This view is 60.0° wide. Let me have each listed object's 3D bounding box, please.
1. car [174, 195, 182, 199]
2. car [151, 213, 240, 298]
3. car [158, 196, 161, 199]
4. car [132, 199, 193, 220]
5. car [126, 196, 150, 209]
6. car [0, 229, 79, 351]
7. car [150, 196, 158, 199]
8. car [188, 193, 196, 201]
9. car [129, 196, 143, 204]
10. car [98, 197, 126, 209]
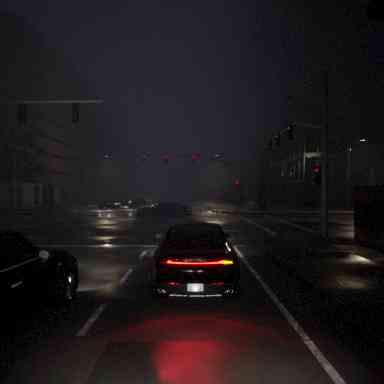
[{"bbox_3d":[-3.499,1.553,84.312,1.994,1.385,4.181,0,0,1],"label":"car"},{"bbox_3d":[0.082,1.505,8.518,1.837,1.490,4.892,0,0,0],"label":"car"},{"bbox_3d":[-7.215,1.491,66.963,2.128,1.511,4.902,0,0,1],"label":"car"},{"bbox_3d":[-2.284,1.551,27.779,4.674,1.442,1.812,0,0,0],"label":"car"},{"bbox_3d":[-7.456,1.505,46.467,1.837,1.490,4.892,0,0,0],"label":"car"},{"bbox_3d":[-3.445,1.352,5.196,2.097,1.767,4.553,0,0,0],"label":"car"},{"bbox_3d":[-7.390,1.478,56.536,1.882,1.535,5.008,0,0,1],"label":"car"},{"bbox_3d":[0.003,1.225,84.536,2.150,2.045,5.566,0,0,1],"label":"car"},{"bbox_3d":[-10.761,1.526,64.596,1.812,1.442,4.674,0,0,1],"label":"car"},{"bbox_3d":[-10.925,1.547,44.579,2.033,1.411,5.357,0,0,3],"label":"car"}]
